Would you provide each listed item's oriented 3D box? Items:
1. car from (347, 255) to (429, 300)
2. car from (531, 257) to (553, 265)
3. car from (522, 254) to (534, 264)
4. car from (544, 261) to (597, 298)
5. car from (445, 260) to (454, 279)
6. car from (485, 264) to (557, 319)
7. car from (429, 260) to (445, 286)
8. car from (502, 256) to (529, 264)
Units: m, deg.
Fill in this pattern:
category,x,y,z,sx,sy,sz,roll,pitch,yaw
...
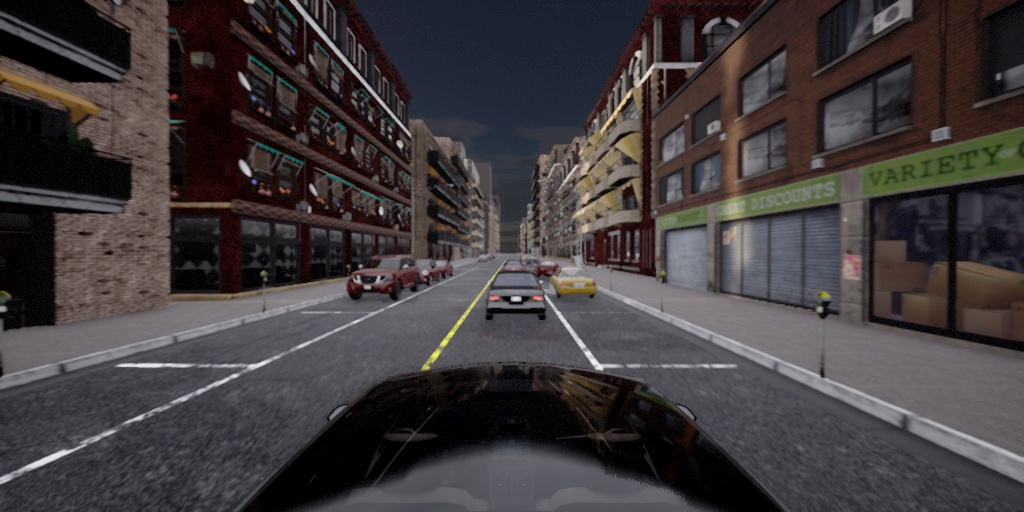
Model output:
category,x,y,z,sx,sy,sz,roll,pitch,yaw
car,-5.674,0.881,16.580,2.192,1.841,5.009,0,0,0
car,2.720,0.975,27.837,1.888,1.381,4.507,0,0,0
car,2.749,0.702,50.380,2.007,1.370,4.403,0,0,0
car,2.706,1.094,16.736,1.751,1.417,4.829,0,0,0
car,-5.660,0.973,27.852,1.888,1.381,4.507,0,0,0
car,0.113,1.170,12.140,2.033,1.411,5.357,0,1,0
car,-5.667,0.937,22.215,1.967,1.591,4.097,0,0,0
car,0.134,0.975,29.329,1.994,1.385,4.181,0,1,0
